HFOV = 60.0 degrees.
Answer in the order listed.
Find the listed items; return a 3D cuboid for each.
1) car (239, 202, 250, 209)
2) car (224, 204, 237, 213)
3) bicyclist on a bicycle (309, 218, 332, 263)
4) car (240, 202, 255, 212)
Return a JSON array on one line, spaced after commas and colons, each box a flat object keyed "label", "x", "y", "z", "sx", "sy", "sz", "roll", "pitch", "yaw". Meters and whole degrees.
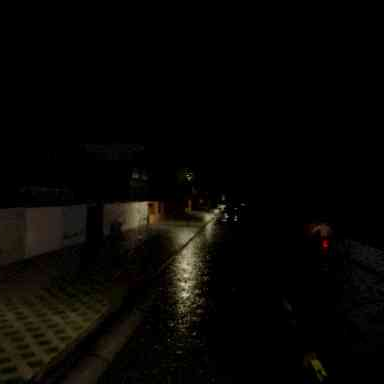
[{"label": "car", "x": 11.486, "y": 2.923, "z": 72.411, "sx": 2.128, "sy": 1.511, "sz": 4.902, "roll": 2, "pitch": -1, "yaw": 7}, {"label": "car", "x": 5.936, "y": 2.490, "z": 50.516, "sx": 1.895, "sy": 1.301, "sz": 4.718, "roll": 2, "pitch": -1, "yaw": 7}, {"label": "bicyclist on a bicycle", "x": 4.898, "y": 1.782, "z": 12.578, "sx": 0.866, "sy": 1.612, "sz": 1.509, "roll": 2, "pitch": -1, "yaw": 7}, {"label": "car", "x": 9.642, "y": 2.638, "z": 56.642, "sx": 1.812, "sy": 1.442, "sz": 4.674, "roll": 2, "pitch": -1, "yaw": 7}]
